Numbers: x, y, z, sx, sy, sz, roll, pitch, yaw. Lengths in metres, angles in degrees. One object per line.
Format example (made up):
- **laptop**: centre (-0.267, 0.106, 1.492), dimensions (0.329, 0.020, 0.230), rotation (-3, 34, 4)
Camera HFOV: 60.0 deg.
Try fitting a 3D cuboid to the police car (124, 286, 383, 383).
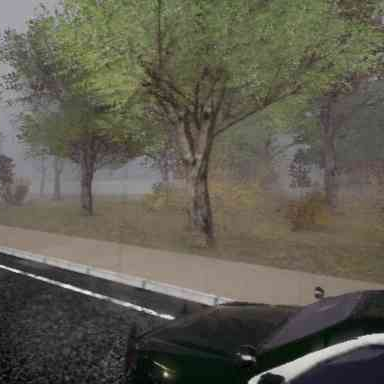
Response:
- **police car**: centre (1.603, 1.510, 2.410), dimensions (4.974, 1.542, 2.038), rotation (1, 0, 36)
